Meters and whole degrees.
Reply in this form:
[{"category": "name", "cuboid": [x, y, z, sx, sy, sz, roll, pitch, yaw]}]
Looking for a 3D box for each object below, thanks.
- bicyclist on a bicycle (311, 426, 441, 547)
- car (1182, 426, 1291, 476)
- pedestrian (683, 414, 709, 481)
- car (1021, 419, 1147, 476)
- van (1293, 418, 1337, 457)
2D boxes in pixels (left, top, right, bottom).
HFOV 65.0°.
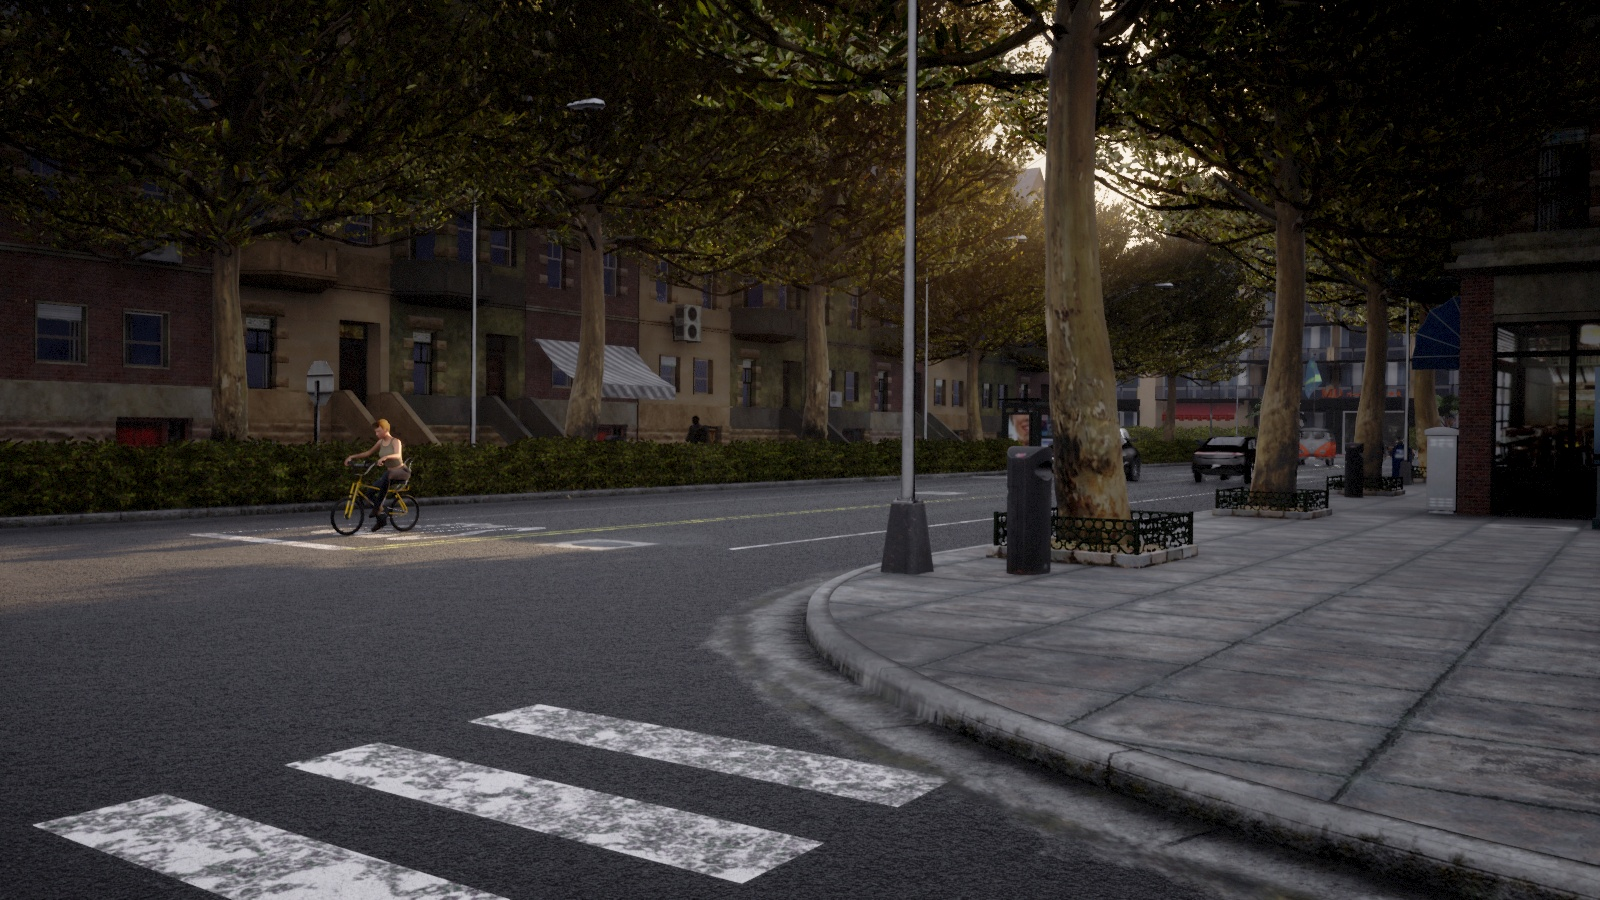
[{"category": "bicyclist on a bicycle", "cuboid": [-5.954, 0.480, 17.696, 0.866, 1.612, 1.509, 0, 1, 34]}, {"category": "car", "cuboid": [14.344, -0.003, 41.097, 2.128, 1.511, 4.902, 0, 1, 34]}, {"category": "pedestrian", "cuboid": [-3.043, -0.086, 36.737, 0.395, 1.930, 0.692, 0, 1, 34]}, {"category": "car", "cuboid": [8.998, -0.111, 39.490, 2.152, 1.651, 5.027, 0, 1, 34]}, {"category": "van", "cuboid": [27.157, -0.665, 66.184, 1.775, 1.987, 4.442, 0, 1, 27]}]
